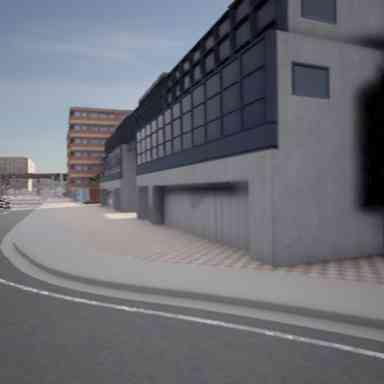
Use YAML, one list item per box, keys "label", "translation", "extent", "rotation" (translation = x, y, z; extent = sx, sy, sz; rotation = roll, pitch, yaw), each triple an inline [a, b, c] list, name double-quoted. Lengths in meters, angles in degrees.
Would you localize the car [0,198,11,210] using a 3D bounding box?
- label: "car"
  translation: [-24.881, 1.524, 43.394]
  extent: [2.128, 1.511, 4.902]
  rotation: [-1, 1, -22]
